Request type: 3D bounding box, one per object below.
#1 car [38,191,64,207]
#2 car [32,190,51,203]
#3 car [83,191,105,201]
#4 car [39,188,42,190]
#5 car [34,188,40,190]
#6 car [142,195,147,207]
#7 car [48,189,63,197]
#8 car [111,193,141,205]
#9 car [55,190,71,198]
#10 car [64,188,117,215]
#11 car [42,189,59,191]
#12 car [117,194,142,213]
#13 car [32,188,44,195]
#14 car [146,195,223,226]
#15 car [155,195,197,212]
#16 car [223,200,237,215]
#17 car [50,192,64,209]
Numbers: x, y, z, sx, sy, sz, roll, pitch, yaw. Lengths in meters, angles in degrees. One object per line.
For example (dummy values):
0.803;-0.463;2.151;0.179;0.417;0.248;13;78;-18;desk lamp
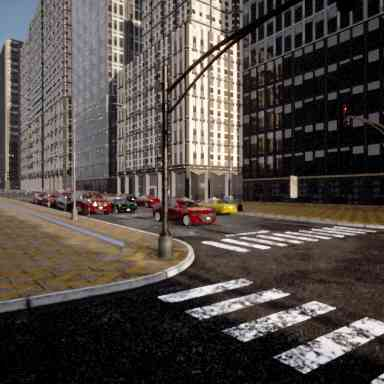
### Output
-15.009;0.861;36.287;1.887;1.381;4.507;1;0;-36;car
-18.323;0.793;40.826;1.802;1.307;4.206;1;0;-36;car
-14.874;0.646;50.314;1.947;1.339;4.313;1;0;-36;car
-31.441;0.104;73.009;1.887;1.381;4.507;1;0;-36;car
-34.752;-0.104;77.547;1.967;1.590;4.097;1;0;-36;car
-4.934;0.977;36.697;1.802;1.307;4.206;1;0;-36;car
-28.127;0.214;68.469;2.008;1.369;4.403;1;0;-36;car
-8.248;0.856;41.236;1.947;1.339;4.313;1;0;-36;car
-24.914;0.289;64.068;1.752;1.417;4.829;1;0;-36;car
-8.378;0.841;27.209;2.192;1.841;5.009;1;0;-36;car
-25.091;0.380;59.870;2.033;1.411;5.357;0;1;-34;car
-6.512;1.112;29.018;1.895;1.301;4.718;0;1;-36;car
-38.065;-0.208;82.086;1.967;1.590;4.097;1;0;-36;car
-0.599;1.177;20.908;1.882;1.535;5.008;0;1;-38;car
-1.620;1.066;32.158;1.947;1.339;4.313;1;0;-36;car
1.662;1.127;27.811;1.752;1.417;4.829;1;0;-36;car
-11.697;0.987;31.749;1.947;1.339;4.313;1;0;-36;car
